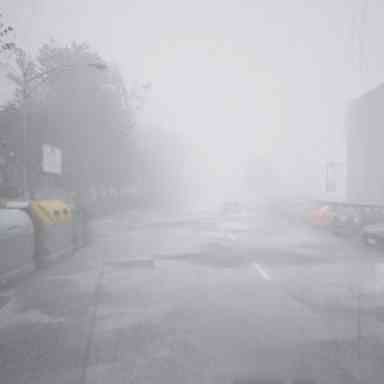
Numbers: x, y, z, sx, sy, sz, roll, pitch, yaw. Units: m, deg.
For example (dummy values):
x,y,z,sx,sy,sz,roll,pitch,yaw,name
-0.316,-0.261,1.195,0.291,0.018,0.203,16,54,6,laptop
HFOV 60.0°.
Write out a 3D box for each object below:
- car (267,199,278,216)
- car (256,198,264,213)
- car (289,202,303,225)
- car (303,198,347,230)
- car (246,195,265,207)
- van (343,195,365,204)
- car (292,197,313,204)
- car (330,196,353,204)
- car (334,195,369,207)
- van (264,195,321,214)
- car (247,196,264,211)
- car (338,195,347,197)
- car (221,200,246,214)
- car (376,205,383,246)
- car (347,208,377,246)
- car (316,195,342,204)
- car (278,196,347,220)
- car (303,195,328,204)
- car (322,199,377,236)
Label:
x,y,z,sx,sy,sz,roll,pitch,yaw,name
9.507,1.609,28.955,5.008,1.535,2.097,1,0,-19,car
9.568,1.673,34.957,4.674,1.452,2.002,1,0,-20,car
9.461,1.626,22.943,4.674,1.452,2.002,1,0,-19,car
9.400,1.449,19.936,4.553,1.767,2.185,1,0,-19,car
9.645,1.417,43.992,5.566,2.045,2.435,1,0,-20,car
37.523,1.712,77.231,1.878,1.987,4.442,0,-1,-21,van
25.460,1.908,76.923,2.163,1.488,4.792,0,-1,-21,car
34.542,1.797,77.102,2.185,1.767,4.553,1,-1,-21,car
28.615,1.571,60.035,2.435,2.045,5.566,0,1,-21,car
9.652,1.397,32.000,4.442,1.987,1.878,1,0,-20,van
9.408,1.638,37.900,5.366,1.575,1.946,1,0,-20,car
25.648,1.838,59.976,2.163,1.488,4.792,0,1,-21,car
4.283,1.623,36.942,2.128,1.511,4.902,0,0,1,car
9.316,1.296,10.921,5.566,2.045,2.435,1,0,-19,car
9.343,1.586,13.920,4.792,1.488,2.163,1,0,-19,car
31.546,1.656,76.997,2.435,2.045,5.566,1,-1,-21,car
9.523,1.472,25.952,4.553,1.767,2.185,1,0,-20,car
28.485,1.642,76.983,2.435,2.045,5.566,0,-1,-21,car
9.369,1.439,16.935,4.553,1.767,2.185,1,0,-19,car
